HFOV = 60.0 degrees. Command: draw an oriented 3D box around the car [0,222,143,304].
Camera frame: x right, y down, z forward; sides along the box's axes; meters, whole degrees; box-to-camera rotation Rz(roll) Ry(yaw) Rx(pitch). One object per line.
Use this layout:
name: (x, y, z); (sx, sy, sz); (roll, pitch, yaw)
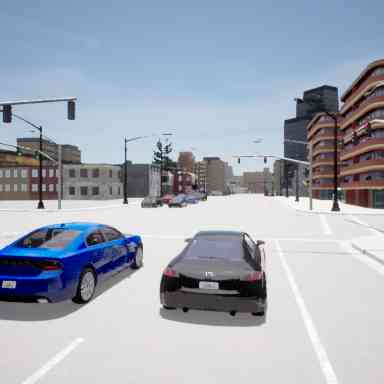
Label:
car: (-2.747, 1.478, 8.289); (1.882, 1.535, 5.008); (0, 0, 11)

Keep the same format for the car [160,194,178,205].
car: (-3.793, 1.226, 55.481); (1.882, 1.535, 5.008); (0, 1, 11)

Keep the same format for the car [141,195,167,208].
car: (-5.555, 1.230, 46.515); (2.097, 1.767, 4.553); (0, 1, 11)

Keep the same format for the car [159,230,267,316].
car: (0.690, 1.564, 7.643); (1.994, 1.385, 4.181); (0, 0, 12)

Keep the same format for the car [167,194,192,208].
car: (-1.919, 1.409, 46.892); (2.033, 1.411, 5.357); (0, 1, 11)

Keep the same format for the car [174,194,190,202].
car: (-1.886, 1.124, 65.132); (2.033, 1.411, 5.357); (0, 1, 11)

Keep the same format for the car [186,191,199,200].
car: (0.057, 0.752, 74.936); (2.097, 1.767, 4.553); (0, 1, 11)

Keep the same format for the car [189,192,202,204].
car: (-0.084, 1.249, 56.297); (1.812, 1.442, 4.674); (0, 1, 11)

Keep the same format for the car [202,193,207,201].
car: (1.875, 1.052, 66.120); (1.837, 1.490, 4.892); (0, 1, 12)
